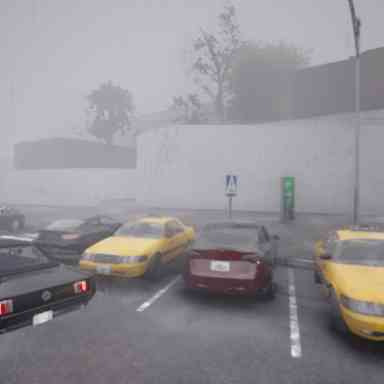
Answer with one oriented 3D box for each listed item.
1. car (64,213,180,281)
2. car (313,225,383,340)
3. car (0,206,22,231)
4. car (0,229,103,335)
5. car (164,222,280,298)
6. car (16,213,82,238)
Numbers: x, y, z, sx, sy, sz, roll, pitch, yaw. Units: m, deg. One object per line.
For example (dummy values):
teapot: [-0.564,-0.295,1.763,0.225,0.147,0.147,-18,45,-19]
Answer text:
car: [-1.311,1.463,10.206,1.946,1.575,5.366,1,-1,15]
car: [3.546,1.485,6.741,1.946,1.575,5.366,1,0,16]
car: [-10.967,1.455,17.315,2.231,1.521,4.892,1,-1,15]
car: [-4.024,1.577,6.248,4.718,1.301,1.895,0,0,35]
car: [1.169,1.509,8.682,2.163,1.488,4.792,0,-1,15]
car: [-3.696,1.502,12.113,2.002,1.452,4.674,0,-1,15]
